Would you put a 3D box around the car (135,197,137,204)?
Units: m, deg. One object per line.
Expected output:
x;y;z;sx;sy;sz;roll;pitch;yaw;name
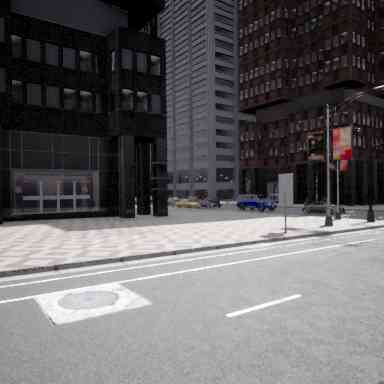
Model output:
-10.141;1.821;62.703;1.802;1.307;4.206;-1;1;-36;car

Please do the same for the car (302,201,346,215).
13.495;1.627;34.203;1.994;1.385;4.181;-1;0;-36;car

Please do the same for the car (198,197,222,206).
3.107;1.614;58.821;1.887;1.381;4.507;-1;1;-36;car

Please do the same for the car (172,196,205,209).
-0.581;1.701;49.318;1.752;1.417;4.829;-1;1;-36;car

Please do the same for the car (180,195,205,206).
-0.007;1.467;58.603;2.097;1.767;4.553;-1;0;-35;car

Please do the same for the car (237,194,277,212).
8.038;1.318;41.829;2.150;2.045;5.566;-1;0;-36;car

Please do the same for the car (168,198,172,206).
-3.309;1.731;57.800;1.994;1.385;4.181;-1;0;-35;car

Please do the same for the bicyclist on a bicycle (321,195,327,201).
17.380;1.254;43.770;1.656;1.620;0.582;-1;1;-36;bicyclist on a bicycle

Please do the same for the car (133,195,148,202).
-12.660;1.620;80.893;1.967;1.590;4.097;-1;1;-36;car

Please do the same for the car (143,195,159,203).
-9.507;1.597;76.478;1.967;1.590;4.097;-1;1;-36;car

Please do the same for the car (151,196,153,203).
-7.628;1.674;69.272;1.837;1.490;4.892;-1;0;-36;car

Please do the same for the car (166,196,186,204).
-3.299;1.638;67.788;1.752;1.417;4.829;-1;1;-36;car

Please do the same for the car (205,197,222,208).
2.484;1.694;49.625;1.994;1.385;4.181;-1;0;-35;car
